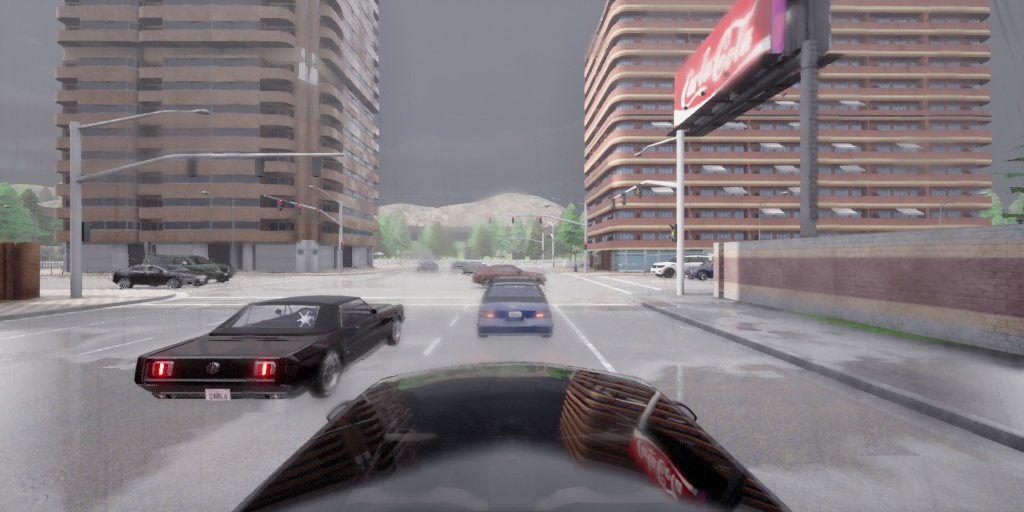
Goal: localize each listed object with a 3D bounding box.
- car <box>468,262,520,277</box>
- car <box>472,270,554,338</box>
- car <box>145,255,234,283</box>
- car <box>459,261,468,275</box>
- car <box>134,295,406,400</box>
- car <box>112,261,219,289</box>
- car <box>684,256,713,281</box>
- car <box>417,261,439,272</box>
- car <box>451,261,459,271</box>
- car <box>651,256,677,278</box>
[{"bbox_3d":[-0.163,1.275,22.410,4.674,1.442,1.812,0,0,-1],"label":"car"},{"bbox_3d":[0.065,1.297,10.176,2.033,1.411,5.357,0,0,0],"label":"car"},{"bbox_3d":[-23.300,0.972,25.734,5.566,2.045,2.150,0,0,0],"label":"car"},{"bbox_3d":[-3.795,1.314,38.359,1.994,1.385,4.181,0,0,11],"label":"car"},{"bbox_3d":[-3.450,1.351,6.453,1.895,1.301,4.718,0,0,0],"label":"car"},{"bbox_3d":[-21.687,1.241,22.245,4.902,1.511,2.128,0,0,0],"label":"car"},{"bbox_3d":[16.701,1.102,29.727,4.553,1.767,2.097,0,0,0],"label":"car"},{"bbox_3d":[-10.654,1.314,45.574,1.994,1.385,4.181,0,0,1],"label":"car"},{"bbox_3d":[-7.141,1.314,49.394,1.994,1.385,4.181,0,0,1],"label":"car"},{"bbox_3d":[15.862,0.972,33.222,5.566,2.045,2.150,0,0,0],"label":"car"}]
